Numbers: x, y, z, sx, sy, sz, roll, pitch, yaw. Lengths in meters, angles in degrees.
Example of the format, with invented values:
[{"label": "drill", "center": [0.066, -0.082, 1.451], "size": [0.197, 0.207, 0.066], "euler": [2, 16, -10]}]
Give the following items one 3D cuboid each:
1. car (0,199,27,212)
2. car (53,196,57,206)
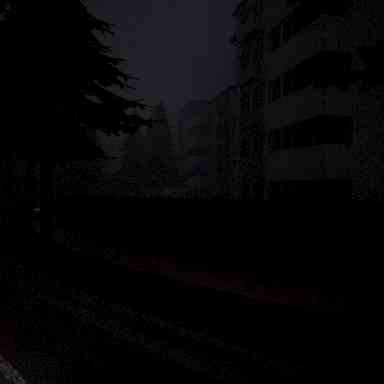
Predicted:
[{"label": "car", "center": [-20.175, 1.564, 38.800], "size": [1.994, 1.385, 4.181], "euler": [0, 0, 2]}, {"label": "car", "center": [-19.145, 1.352, 49.160], "size": [2.097, 1.767, 4.553], "euler": [0, 0, 16]}]
